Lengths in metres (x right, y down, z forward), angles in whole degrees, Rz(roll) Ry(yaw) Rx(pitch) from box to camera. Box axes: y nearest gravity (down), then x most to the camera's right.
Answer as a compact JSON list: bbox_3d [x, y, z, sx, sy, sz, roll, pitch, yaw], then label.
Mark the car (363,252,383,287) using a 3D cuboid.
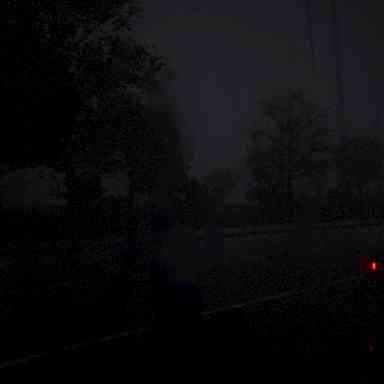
[{"bbox_3d":[6.115,1.589,7.522,4.718,1.301,1.895,0,0,-30],"label":"car"}]
